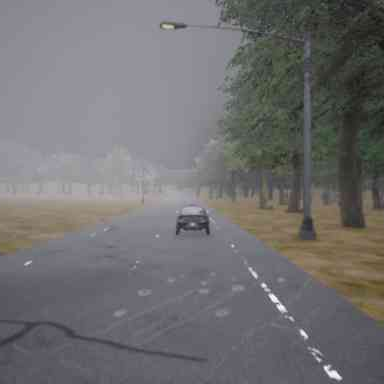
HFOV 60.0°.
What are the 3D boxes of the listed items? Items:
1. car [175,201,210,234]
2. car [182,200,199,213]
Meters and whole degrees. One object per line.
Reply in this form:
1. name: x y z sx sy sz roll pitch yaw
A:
1. car: 0.033 1.526 19.789 1.882 1.535 5.008 0 0 0
2. car: -0.152 1.669 39.283 1.895 1.301 4.718 0 0 -1
